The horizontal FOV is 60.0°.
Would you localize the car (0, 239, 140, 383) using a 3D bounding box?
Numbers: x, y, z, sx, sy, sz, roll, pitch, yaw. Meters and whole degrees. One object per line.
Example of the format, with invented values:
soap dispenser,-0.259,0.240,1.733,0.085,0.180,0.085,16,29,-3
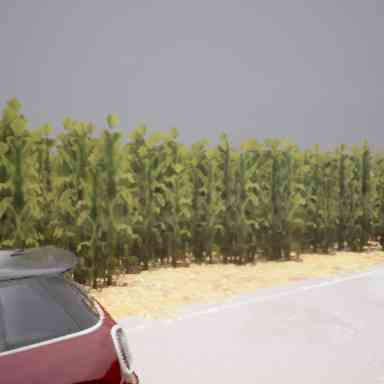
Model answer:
car,-2.698,1.310,2.200,4.553,1.767,2.097,0,1,-32
